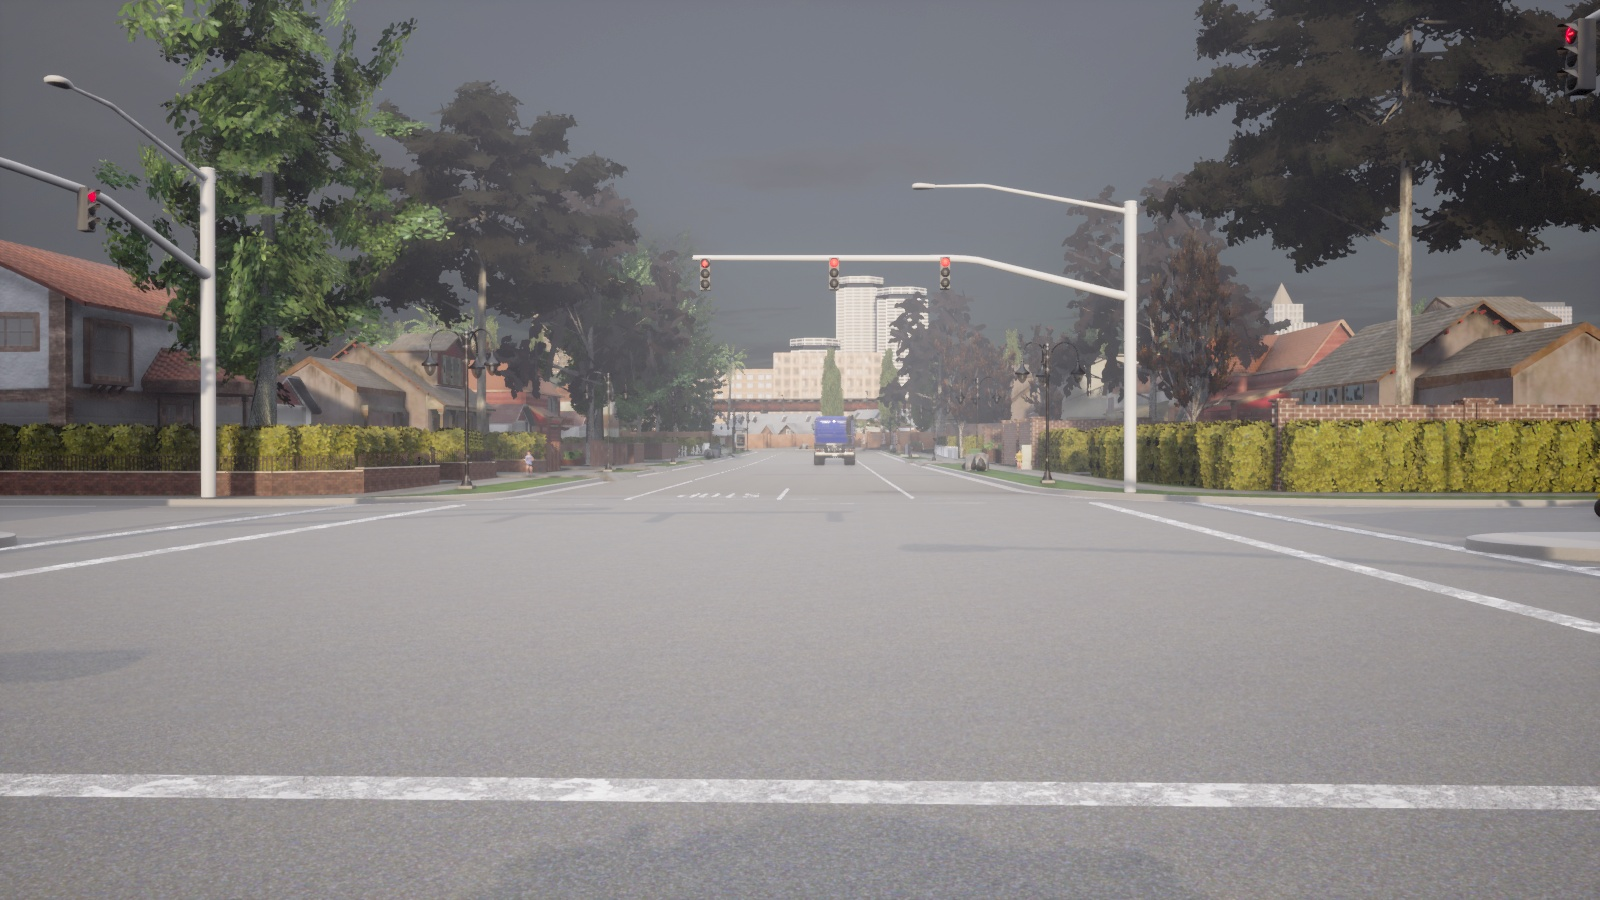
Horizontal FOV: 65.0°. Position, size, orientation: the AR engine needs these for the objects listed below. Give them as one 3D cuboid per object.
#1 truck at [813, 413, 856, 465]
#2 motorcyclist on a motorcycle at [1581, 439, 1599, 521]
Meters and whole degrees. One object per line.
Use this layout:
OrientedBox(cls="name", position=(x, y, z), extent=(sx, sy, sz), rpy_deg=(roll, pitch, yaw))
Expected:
OrientedBox(cls="truck", position=(2.385, -0.739, 87.511), extent=(2.891, 3.462, 7.936), rpy_deg=(0, 0, 1))
OrientedBox(cls="motorcyclist on a motorcycle", position=(16.364, 0.575, 24.398), extent=(1.817, 1.590, 0.866), rpy_deg=(0, 0, 1))
